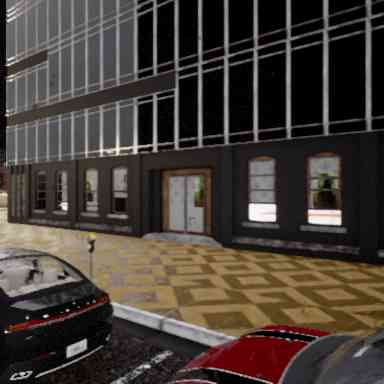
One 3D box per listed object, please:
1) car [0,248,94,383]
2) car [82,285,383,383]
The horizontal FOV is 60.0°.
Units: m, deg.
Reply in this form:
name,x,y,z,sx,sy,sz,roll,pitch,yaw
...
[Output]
name,x,y,z,sx,sy,sz,roll,pitch,yaw
car,-3.095,1.552,5.079,4.403,1.369,2.008,0,0,35
car,1.542,1.440,1.776,4.097,1.590,1.967,0,0,35
